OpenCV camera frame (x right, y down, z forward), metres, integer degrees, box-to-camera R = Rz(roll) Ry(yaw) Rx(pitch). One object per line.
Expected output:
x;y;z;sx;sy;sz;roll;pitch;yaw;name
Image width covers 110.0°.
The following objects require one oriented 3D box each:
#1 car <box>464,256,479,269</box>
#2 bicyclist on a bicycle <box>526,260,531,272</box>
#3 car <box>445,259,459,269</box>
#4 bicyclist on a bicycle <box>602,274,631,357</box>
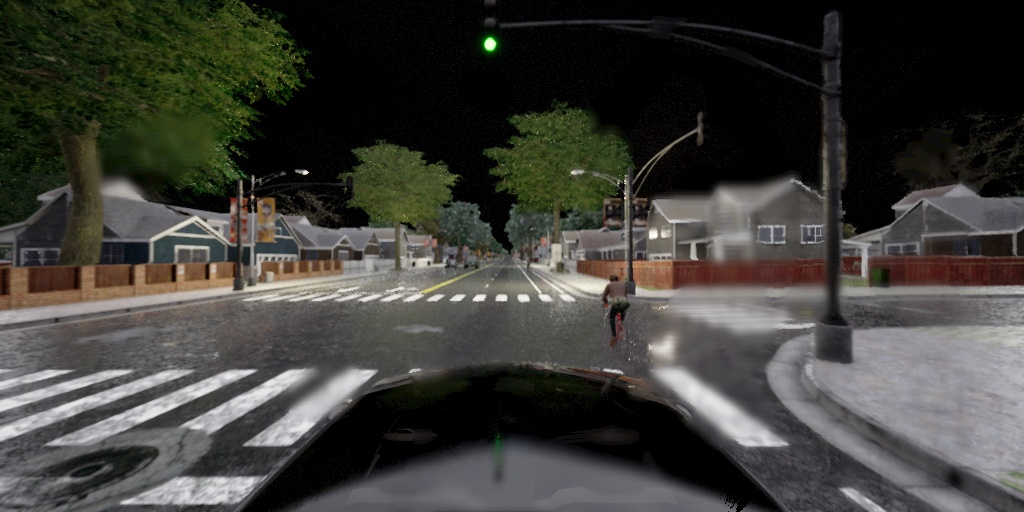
-6.669;1.058;59.602;2.150;2.045;5.566;0;0;0;car
2.120;1.280;45.675;0.582;1.620;1.656;0;0;0;bicyclist on a bicycle
-9.919;1.338;59.622;1.837;1.490;4.892;0;0;0;car
2.228;1.217;7.681;0.582;1.620;1.656;0;0;0;bicyclist on a bicycle
